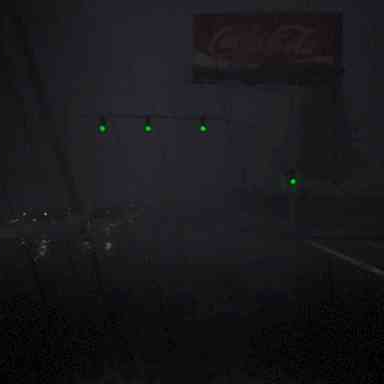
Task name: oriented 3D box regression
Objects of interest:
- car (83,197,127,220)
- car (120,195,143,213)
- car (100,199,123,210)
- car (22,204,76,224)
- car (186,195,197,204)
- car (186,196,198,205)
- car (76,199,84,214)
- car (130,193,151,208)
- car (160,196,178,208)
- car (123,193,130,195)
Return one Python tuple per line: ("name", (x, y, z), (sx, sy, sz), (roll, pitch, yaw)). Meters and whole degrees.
("car", (-7.096, 1.457, 27.705), (1.882, 1.535, 5.008), (0, 0, 0))
("car", (-7.098, 1.450, 37.137), (1.882, 1.535, 5.008), (0, 0, 0))
("car", (-10.594, 1.569, 44.163), (1.895, 1.301, 4.718), (0, 0, 0))
("car", (-10.618, 1.583, 24.695), (1.895, 1.301, 4.718), (0, 0, 1))
("car", (-0.029, 1.442, 65.940), (2.128, 1.511, 4.902), (0, 0, 0))
("car", (-0.025, 1.559, 56.903), (1.895, 1.301, 4.718), (0, 0, 0))
("car", (-10.602, 1.453, 34.085), (1.882, 1.535, 5.008), (0, 0, 0))
("car", (-7.083, 1.318, 47.173), (2.097, 1.767, 4.553), (0, 0, 0))
("car", (-3.420, 1.444, 46.517), (1.882, 1.535, 5.008), (0, 0, 0))
("car", (-10.542, 1.183, 55.346), (2.150, 2.045, 5.566), (0, 0, 1))
